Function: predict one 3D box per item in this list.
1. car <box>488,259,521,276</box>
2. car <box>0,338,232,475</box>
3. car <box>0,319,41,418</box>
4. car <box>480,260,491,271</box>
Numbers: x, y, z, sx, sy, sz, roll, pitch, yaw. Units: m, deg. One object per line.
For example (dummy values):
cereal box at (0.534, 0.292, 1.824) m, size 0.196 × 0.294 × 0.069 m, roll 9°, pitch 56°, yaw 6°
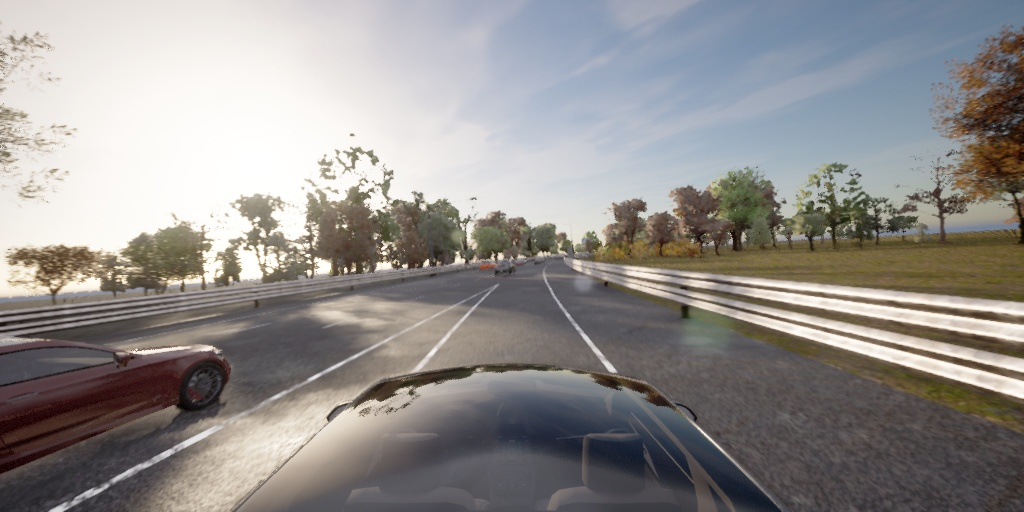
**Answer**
car at (-0.744, 1.362, 40.353) m, size 2.128 × 1.511 × 4.902 m, roll -4°, pitch 0°, yaw 9°
car at (-5.705, 1.647, 3.950) m, size 1.812 × 1.442 × 4.674 m, roll -4°, pitch 0°, yaw 6°
car at (-9.245, 1.888, 3.765) m, size 1.837 × 1.490 × 4.892 m, roll -4°, pitch 0°, yaw 6°
car at (-4.087, 1.547, 61.903) m, size 2.097 × 1.767 × 4.553 m, roll -4°, pitch 0°, yaw 11°
